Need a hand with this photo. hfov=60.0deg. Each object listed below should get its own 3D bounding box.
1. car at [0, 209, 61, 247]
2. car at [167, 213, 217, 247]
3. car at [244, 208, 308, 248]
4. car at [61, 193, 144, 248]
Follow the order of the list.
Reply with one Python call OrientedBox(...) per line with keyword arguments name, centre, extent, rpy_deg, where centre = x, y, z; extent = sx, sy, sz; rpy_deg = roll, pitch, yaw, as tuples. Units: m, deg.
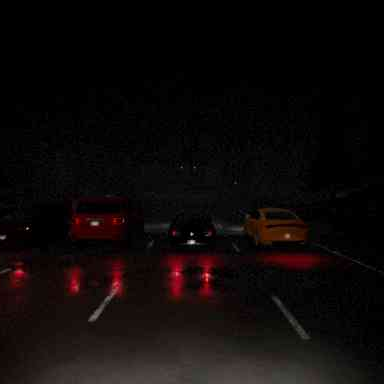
OrientedBox(name="car", centre=(-7.000, 1.488, 14.646), extent=(1.812, 1.442, 4.674), rpy_deg=(0, 0, 0))
OrientedBox(name="car", centre=(0.000, 1.571, 14.677), extent=(1.895, 1.301, 4.718), rpy_deg=(0, 0, 0))
OrientedBox(name="car", centre=(3.500, 1.440, 14.646), extent=(1.882, 1.535, 5.008), rpy_deg=(0, 0, 0))
OrientedBox(name="car", centre=(-3.500, 1.211, 14.674), extent=(2.150, 2.045, 5.566), rpy_deg=(0, 0, 0))
